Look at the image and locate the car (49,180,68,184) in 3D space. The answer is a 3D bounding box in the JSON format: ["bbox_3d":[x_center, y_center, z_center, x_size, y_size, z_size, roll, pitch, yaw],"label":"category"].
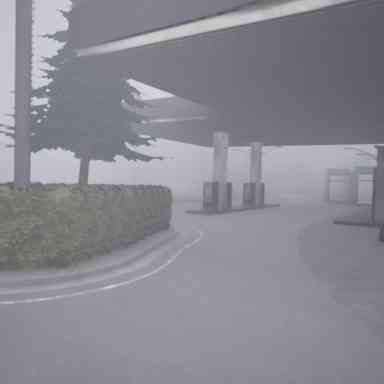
[{"bbox_3d":[-27.040,-1.329,65.526,3.866,1.878,1.905,3,2,35],"label":"car"}]

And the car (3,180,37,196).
[{"bbox_3d":[-21.988,-0.524,42.507,4.605,1.855,1.932,3,2,35],"label":"car"}]

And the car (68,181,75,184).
[{"bbox_3d":[-25.706,-1.351,68.140,4.605,1.855,1.932,3,2,35],"label":"car"}]

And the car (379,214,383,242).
[{"bbox_3d":[10.036,1.418,15.331,2.242,1.667,4.611,3,2,35],"label":"car"}]

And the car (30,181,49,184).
[{"bbox_3d":[-17.443,-0.227,35.298,3.866,1.878,1.905,3,2,35],"label":"car"}]

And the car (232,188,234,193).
[{"bbox_3d":[6.382,-0.334,68.323,4.514,1.523,2.007,3,2,35],"label":"car"}]
